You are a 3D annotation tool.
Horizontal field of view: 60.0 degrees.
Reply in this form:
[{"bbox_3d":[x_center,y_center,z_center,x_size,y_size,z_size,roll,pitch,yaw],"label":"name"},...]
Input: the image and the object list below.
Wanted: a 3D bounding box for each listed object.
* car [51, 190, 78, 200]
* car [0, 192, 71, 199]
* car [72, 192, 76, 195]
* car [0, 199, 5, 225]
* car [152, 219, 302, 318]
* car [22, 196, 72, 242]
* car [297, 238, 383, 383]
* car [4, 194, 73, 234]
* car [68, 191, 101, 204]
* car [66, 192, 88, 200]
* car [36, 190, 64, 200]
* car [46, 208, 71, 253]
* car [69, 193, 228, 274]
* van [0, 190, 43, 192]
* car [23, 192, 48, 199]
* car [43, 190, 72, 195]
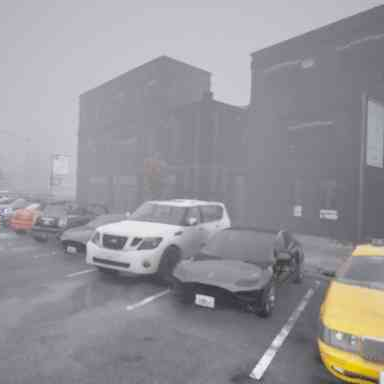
[{"bbox_3d":[-28.469,0.665,74.122,5.566,2.045,2.435,1,-1,27],"label":"car"},{"bbox_3d":[-10.530,1.097,21.504,2.185,1.767,4.553,2,-1,28],"label":"car"},{"bbox_3d":[-21.425,1.087,57.547,4.792,1.488,2.163,3,1,27],"label":"car"},{"bbox_3d":[-8.563,1.317,19.232,2.002,1.452,4.674,2,-1,28],"label":"car"},{"bbox_3d":[1.383,1.593,7.973,2.163,1.488,4.792,3,-1,28],"label":"car"},{"bbox_3d":[-4.593,1.263,14.717,2.185,1.767,4.553,2,-1,28],"label":"car"},{"bbox_3d":[3.303,1.615,5.589,1.946,1.575,5.366,2,-1,28],"label":"car"},{"bbox_3d":[-6.584,1.206,16.962,2.185,1.767,4.553,2,-1,28],"label":"car"},{"bbox_3d":[-19.257,0.891,59.582,5.566,2.045,2.435,3,1,27],"label":"car"},{"bbox_3d":[-26.325,0.876,76.211,4.553,1.767,2.185,1,-1,27],"label":"car"},{"bbox_3d":[-30.727,0.578,72.057,5.566,2.045,2.435,1,-1,27],"label":"car"},{"bbox_3d":[-2.595,1.476,12.466,2.163,1.488,4.792,2,-1,28],"label":"car"},{"bbox_3d":[-0.593,1.253,10.224,2.435,2.045,5.566,2,-1,28],"label":"car"},{"bbox_3d":[-14.490,0.890,26.074,1.878,1.987,4.442,2,-1,28],"label":"van"},{"bbox_3d":[-32.936,0.773,69.982,4.792,1.488,2.163,1,-1,27],"label":"car"},{"bbox_3d":[-23.513,0.725,55.522,5.566,2.045,2.435,3,0,27],"label":"car"}]
